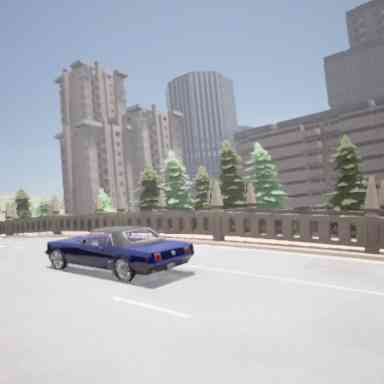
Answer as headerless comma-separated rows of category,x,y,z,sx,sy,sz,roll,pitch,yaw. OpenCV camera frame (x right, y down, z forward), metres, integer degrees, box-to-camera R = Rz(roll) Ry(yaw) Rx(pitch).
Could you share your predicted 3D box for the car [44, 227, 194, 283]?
car,-2.350,1.701,9.961,4.718,1.301,1.895,-2,-1,35
